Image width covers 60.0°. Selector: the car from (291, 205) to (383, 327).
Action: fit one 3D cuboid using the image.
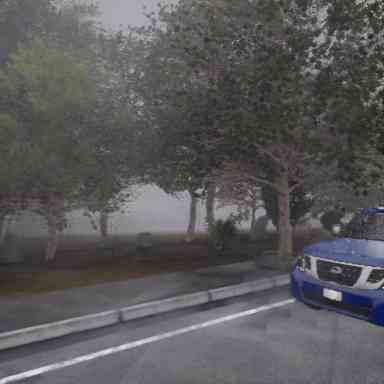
[{"bbox_3d":[4.478,1.306,6.879,5.566,2.045,2.150,1,-1,-35],"label":"car"}]
